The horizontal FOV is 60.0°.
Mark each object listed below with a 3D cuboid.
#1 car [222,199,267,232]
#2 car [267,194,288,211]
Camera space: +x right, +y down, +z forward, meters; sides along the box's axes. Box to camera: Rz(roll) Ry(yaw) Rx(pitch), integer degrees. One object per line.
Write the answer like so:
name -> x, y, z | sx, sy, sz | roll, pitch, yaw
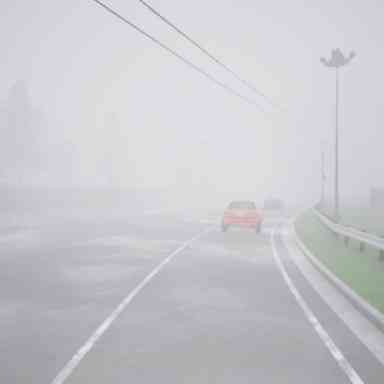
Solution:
car -> 3.093, 1.239, 19.497 | 2.097, 1.767, 4.553 | 0, 0, 15
car -> 9.216, 1.274, 37.213 | 1.882, 1.535, 5.008 | 0, 0, 21
